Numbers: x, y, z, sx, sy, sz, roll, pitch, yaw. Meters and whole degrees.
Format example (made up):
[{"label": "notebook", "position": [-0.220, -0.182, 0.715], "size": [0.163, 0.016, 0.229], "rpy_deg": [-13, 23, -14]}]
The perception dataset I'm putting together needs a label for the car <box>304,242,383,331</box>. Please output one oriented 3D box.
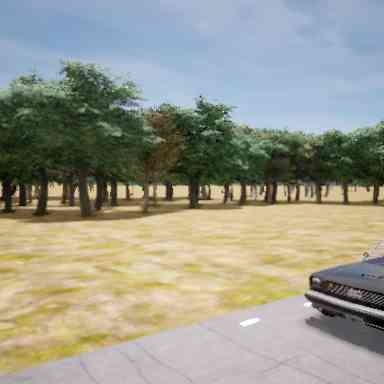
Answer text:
[{"label": "car", "position": [4.296, 1.631, 6.307], "size": [4.718, 1.301, 1.895], "rpy_deg": [0, 0, -34]}]
